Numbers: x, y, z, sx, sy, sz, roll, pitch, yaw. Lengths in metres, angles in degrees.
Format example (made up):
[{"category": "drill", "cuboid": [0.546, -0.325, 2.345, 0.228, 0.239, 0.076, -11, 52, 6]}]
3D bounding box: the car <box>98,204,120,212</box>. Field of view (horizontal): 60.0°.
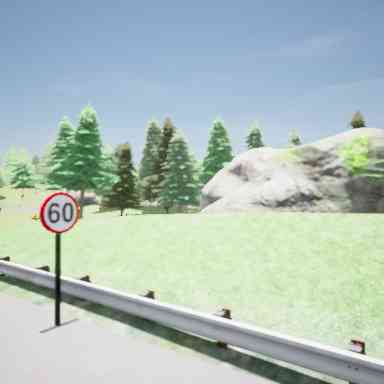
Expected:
[{"category": "car", "cuboid": [-20.968, 3.930, 84.015, 2.150, 2.045, 5.566, 1, -4, 41]}]
